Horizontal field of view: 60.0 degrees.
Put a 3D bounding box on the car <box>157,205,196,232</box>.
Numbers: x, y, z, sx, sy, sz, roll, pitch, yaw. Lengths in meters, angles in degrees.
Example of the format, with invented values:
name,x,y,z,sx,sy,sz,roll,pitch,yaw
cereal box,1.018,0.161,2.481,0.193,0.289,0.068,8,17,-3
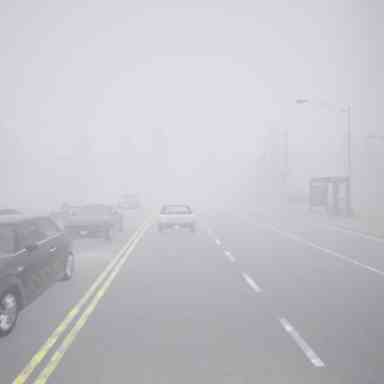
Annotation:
name,x,y,z,sx,sy,sz,roll,pitch,yaw
car,-0.855,1.341,18.160,1.895,1.301,4.718,-1,1,-3

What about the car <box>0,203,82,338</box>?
name,x,y,z,sx,sy,sz,roll,pitch,yaw
car,-3.888,1.292,6.393,2.097,1.767,4.553,-1,1,-3

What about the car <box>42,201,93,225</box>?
name,x,y,z,sx,sy,sz,roll,pitch,yaw
car,-8.276,1.342,22.658,1.895,1.301,4.718,-1,1,-3

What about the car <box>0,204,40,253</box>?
name,x,y,z,sx,sy,sz,roll,pitch,yaw
car,-7.734,1.361,12.600,1.882,1.535,5.008,-1,1,-3

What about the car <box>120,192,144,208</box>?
name,x,y,z,sx,sy,sz,roll,pitch,yaw
car,-4.955,0.805,26.843,1.837,1.490,4.892,-1,1,-3

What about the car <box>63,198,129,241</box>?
name,x,y,z,sx,sy,sz,roll,pitch,yaw
car,-4.400,1.288,15.588,1.882,1.535,5.008,-1,1,-3

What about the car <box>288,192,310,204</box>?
name,x,y,z,sx,sy,sz,roll,pitch,yaw
car,13.932,0.719,40.444,4.902,1.511,2.128,-1,1,-5
